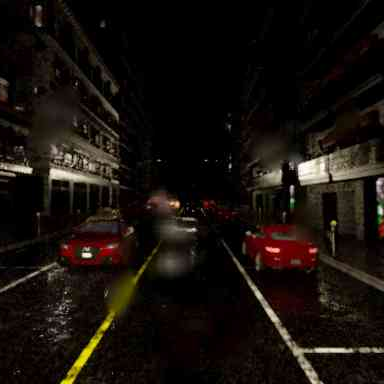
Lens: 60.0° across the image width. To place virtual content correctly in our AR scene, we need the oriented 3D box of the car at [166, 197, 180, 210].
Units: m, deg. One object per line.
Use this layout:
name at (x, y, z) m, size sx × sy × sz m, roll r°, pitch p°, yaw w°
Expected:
car at (-3.063, 1.862, 53.196) m, size 2.097 × 1.767 × 4.553 m, roll 0°, pitch -1°, yaw 0°

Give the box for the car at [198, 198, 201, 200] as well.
car at (2.718, 2.341, 84.943) m, size 1.752 × 1.417 × 4.829 m, roll 1°, pitch -1°, yaw 0°

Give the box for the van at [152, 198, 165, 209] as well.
van at (-5.630, 1.880, 56.234) m, size 1.690 × 1.788 × 3.998 m, roll 1°, pitch -1°, yaw 0°

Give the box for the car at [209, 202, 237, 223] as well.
car at (2.708, 1.811, 27.813) m, size 1.887 × 1.381 × 4.507 m, roll 1°, pitch -1°, yaw 0°

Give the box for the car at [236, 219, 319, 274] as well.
car at (2.705, 1.686, 10.724) m, size 1.802 × 1.307 × 4.206 m, roll 1°, pitch -1°, yaw 0°

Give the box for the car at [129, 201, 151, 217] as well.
car at (-5.638, 1.865, 33.449) m, size 1.887 × 1.381 × 4.507 m, roll 1°, pitch -1°, yaw 0°

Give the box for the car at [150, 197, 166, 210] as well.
car at (-5.631, 1.799, 50.539) m, size 2.192 × 1.841 × 5.009 m, roll 1°, pitch -1°, yaw 0°

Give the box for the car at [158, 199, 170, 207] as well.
car at (-5.633, 2.199, 67.625) m, size 2.008 × 1.369 × 4.403 m, roll 1°, pitch -1°, yaw 0°

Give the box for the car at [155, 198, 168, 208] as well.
car at (-5.631, 2.034, 61.930) m, size 1.967 × 1.590 × 4.097 m, roll 1°, pitch -1°, yaw 0°

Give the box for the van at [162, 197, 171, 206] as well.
van at (-5.628, 2.045, 73.323) m, size 1.690 × 1.788 × 3.998 m, roll 1°, pitch -1°, yaw 0°

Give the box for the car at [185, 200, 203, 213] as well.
car at (0.108, 2.003, 41.993) m, size 1.895 × 1.301 × 4.718 m, roll 0°, pitch -1°, yaw 0°

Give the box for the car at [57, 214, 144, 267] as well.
car at (-3.098, 1.677, 11.761) m, size 1.994 × 1.385 × 4.181 m, roll 0°, pitch -1°, yaw 0°

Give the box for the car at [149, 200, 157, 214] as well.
car at (-5.637, 1.926, 39.144) m, size 2.008 × 1.369 × 4.403 m, roll 1°, pitch -1°, yaw 0°

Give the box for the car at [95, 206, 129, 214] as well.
car at (-5.647, 1.735, 21.886) m, size 1.752 × 1.417 × 4.829 m, roll 1°, pitch -1°, yaw 0°

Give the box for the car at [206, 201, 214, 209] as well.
car at (2.709, 1.866, 33.509) m, size 1.887 × 1.381 × 4.507 m, roll 1°, pitch -1°, yaw 0°

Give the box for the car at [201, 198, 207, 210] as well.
car at (2.712, 2.030, 50.597) m, size 1.887 × 1.381 × 4.507 m, roll 1°, pitch -1°, yaw 0°
